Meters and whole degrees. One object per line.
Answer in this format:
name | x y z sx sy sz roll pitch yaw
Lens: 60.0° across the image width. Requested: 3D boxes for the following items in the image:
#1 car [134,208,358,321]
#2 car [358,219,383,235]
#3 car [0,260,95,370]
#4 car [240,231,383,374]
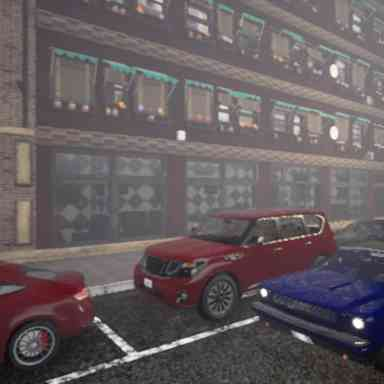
car | 1.259 1.323 7.461 5.009 1.841 2.192 0 0 -36
car | 5.897 1.584 10.769 4.313 1.339 1.947 0 0 -36
car | -3.378 1.582 4.152 4.206 1.307 1.802 0 0 -36
car | 3.250 1.610 5.688 4.718 1.301 1.895 0 0 -35
